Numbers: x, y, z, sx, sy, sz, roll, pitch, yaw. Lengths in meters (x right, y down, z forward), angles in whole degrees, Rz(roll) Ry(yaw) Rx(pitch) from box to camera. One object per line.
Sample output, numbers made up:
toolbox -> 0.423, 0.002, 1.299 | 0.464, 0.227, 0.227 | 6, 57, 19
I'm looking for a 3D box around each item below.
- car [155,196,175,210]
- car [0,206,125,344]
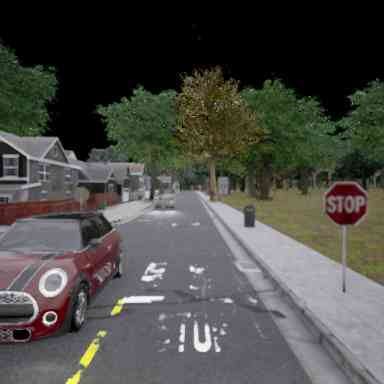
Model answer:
car -> -2.740, 1.078, 34.339 | 1.895, 1.301, 4.718 | 0, 1, 0
car -> -2.751, 1.243, 6.576 | 2.097, 1.767, 4.553 | 0, 1, 0
